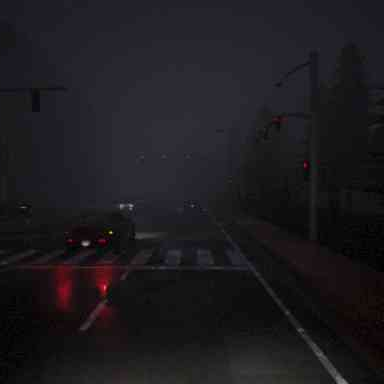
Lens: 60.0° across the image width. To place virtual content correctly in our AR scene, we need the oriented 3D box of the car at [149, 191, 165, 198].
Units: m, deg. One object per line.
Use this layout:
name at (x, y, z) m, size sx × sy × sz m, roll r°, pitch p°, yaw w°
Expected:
car at (-9.614, 0.671, 91.278) m, size 2.097 × 1.767 × 4.553 m, roll 0°, pitch 0°, yaw -41°

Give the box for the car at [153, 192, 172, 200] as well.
car at (-7.100, 1.031, 80.369) m, size 1.837 × 1.490 × 4.892 m, roll 0°, pitch 0°, yaw -26°

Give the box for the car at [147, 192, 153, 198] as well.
car at (-12.418, 0.858, 89.181) m, size 2.128 × 1.511 × 4.902 m, roll 0°, pitch 0°, yaw -41°

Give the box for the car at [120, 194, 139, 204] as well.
car at (-10.638, 1.278, 55.577) m, size 1.895 × 1.301 × 4.718 m, roll 0°, pitch 0°, yaw 1°

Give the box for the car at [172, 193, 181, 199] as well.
car at (-4.311, 1.017, 82.687) m, size 1.837 × 1.490 × 4.892 m, roll 0°, pitch 0°, yaw -26°

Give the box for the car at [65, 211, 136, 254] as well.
car at (-3.423, 1.449, 13.008) m, size 1.812 × 1.442 × 4.674 m, roll 0°, pitch 0°, yaw 0°

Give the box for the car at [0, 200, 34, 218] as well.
car at (-16.036, 1.413, 28.647) m, size 4.674 × 1.442 × 1.812 m, roll 0°, pitch 0°, yaw 6°

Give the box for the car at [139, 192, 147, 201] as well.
car at (-11.402, 1.127, 71.141) m, size 2.033 × 1.411 × 5.357 m, roll 0°, pitch 0°, yaw -11°

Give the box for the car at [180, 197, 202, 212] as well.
car at (0.041, 1.359, 34.875) m, size 1.994 × 1.385 × 4.181 m, roll 0°, pitch 0°, yaw 0°
